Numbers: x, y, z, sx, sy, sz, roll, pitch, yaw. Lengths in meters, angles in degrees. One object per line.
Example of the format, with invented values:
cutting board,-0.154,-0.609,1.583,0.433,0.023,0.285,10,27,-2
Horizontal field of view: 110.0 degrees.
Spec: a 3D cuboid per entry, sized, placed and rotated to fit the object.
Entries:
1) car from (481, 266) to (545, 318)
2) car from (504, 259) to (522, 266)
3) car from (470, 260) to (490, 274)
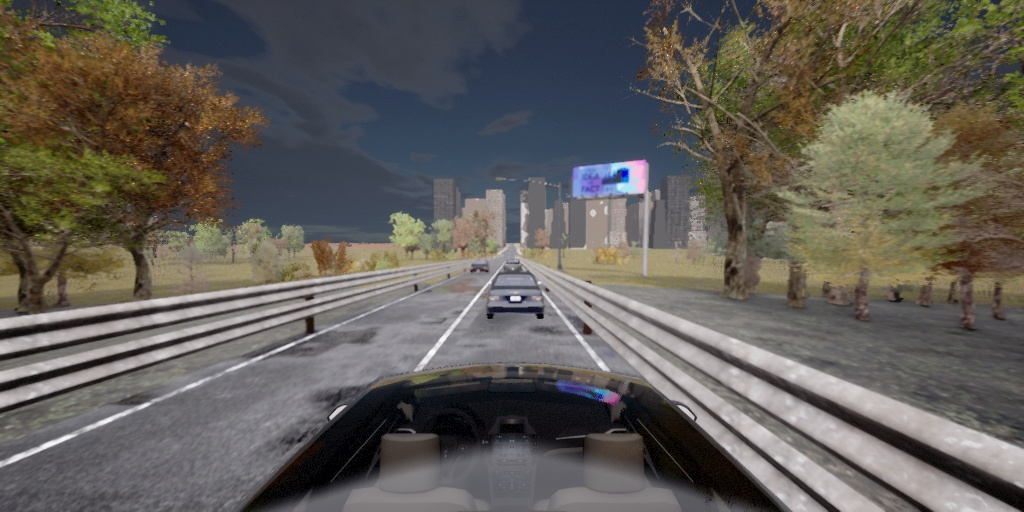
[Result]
car,0.097,1.237,12.688,2.033,1.411,5.357,0,0,0
car,0.086,1.045,37.342,2.128,1.511,4.902,0,0,0
car,-3.305,1.098,38.048,2.033,1.411,5.357,0,0,1
